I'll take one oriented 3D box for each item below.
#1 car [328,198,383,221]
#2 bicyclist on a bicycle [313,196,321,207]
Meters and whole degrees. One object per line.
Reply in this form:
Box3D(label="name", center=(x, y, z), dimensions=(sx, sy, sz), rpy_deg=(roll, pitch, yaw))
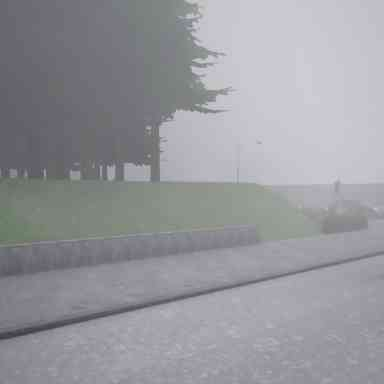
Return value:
Box3D(label="car", center=(13.522, 1.352, 27.106), dimensions=(2.097, 1.767, 4.553), rpy_deg=(0, 0, -35))
Box3D(label="bicyclist on a bicycle", center=(14.921, 1.349, 39.633), dimensions=(1.656, 1.620, 0.582), rpy_deg=(0, 0, -35))
